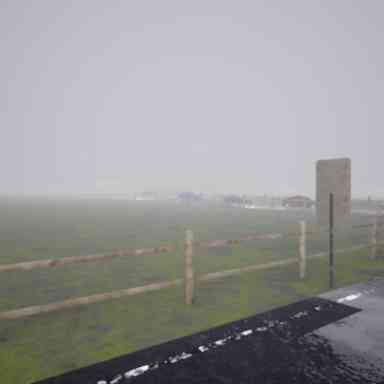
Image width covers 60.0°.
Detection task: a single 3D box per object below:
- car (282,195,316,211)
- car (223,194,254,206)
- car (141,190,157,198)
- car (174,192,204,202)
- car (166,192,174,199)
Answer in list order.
[{"bbox_3d":[11.441,1.051,33.568,1.882,1.535,5.008,0,1,-35],"label":"car"},{"bbox_3d":[5.730,0.959,41.604,1.994,1.385,4.181,0,1,-34],"label":"car"},{"bbox_3d":[-8.750,0.375,68.102,1.837,1.490,4.892,0,1,-35],"label":"car"},{"bbox_3d":[-0.159,0.691,49.860,1.882,1.535,5.008,0,1,-35],"label":"car"},{"bbox_3d":[-2.835,0.647,59.968,1.895,1.301,4.718,0,1,-36],"label":"car"}]
